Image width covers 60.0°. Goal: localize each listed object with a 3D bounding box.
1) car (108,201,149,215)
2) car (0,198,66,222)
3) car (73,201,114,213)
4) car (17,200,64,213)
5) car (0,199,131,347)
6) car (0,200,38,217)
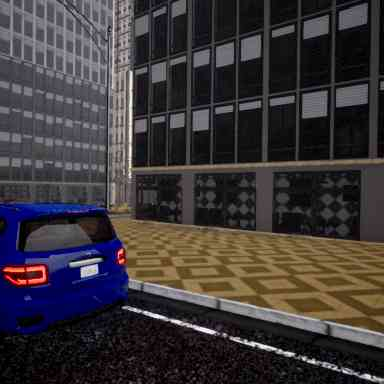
[{"bbox_3d":[-7.308,1.830,38.711,1.752,1.417,4.829,1,0,36],"label":"car"},{"bbox_3d":[-14.106,1.519,29.500,2.192,1.841,5.009,1,0,36],"label":"car"},{"bbox_3d":[-12.303,1.808,41.685,1.895,1.301,4.718,1,0,36],"label":"car"},{"bbox_3d":[-17.603,1.643,38.875,1.752,1.417,4.829,1,0,36],"label":"car"},{"bbox_3d":[-3.659,1.218,6.292,5.566,2.045,2.150,0,0,35],"label":"car"},{"bbox_3d":[-18.391,1.608,33.430,2.128,1.511,4.902,1,0,36],"label":"car"}]
